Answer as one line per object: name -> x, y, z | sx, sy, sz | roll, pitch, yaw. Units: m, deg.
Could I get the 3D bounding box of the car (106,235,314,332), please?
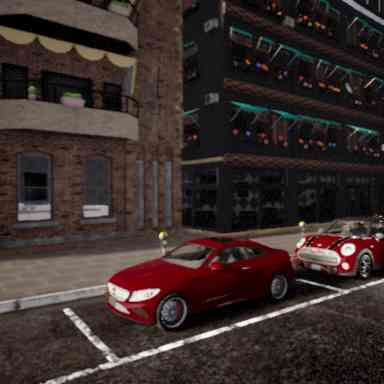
car -> 0.379, 1.606, 6.802 | 4.206, 1.307, 1.802 | 0, -1, -36

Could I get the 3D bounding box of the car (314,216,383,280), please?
car -> 4.938, 1.495, 10.058 | 4.097, 1.590, 1.967 | 0, -1, -36
